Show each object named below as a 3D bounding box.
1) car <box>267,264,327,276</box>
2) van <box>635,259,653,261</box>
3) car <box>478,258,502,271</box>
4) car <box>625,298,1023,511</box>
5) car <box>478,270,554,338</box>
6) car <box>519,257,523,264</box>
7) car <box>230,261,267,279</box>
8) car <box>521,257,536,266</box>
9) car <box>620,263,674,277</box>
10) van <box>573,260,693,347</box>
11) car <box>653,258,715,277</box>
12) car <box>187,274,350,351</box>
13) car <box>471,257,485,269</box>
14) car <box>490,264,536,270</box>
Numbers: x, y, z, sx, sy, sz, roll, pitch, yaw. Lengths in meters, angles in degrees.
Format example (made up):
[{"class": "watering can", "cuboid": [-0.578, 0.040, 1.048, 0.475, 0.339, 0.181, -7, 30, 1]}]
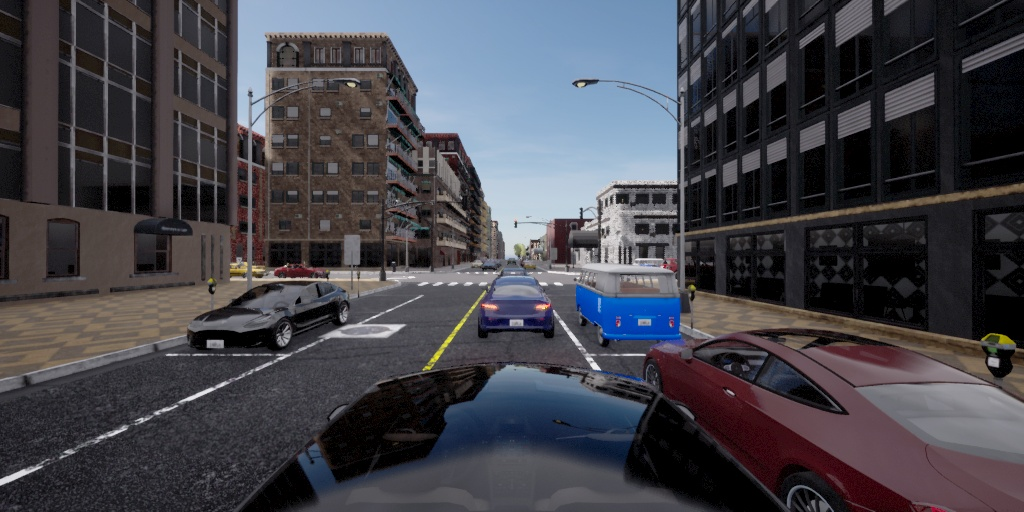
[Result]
[{"class": "car", "cuboid": [-17.474, 1.283, 29.833, 4.207, 1.307, 1.802, 0, 0, 0]}, {"class": "van", "cuboid": [14.887, 1.174, 38.299, 3.998, 1.789, 1.690, 0, 0, 0]}, {"class": "car", "cuboid": [-3.074, 1.327, 50.662, 2.033, 1.411, 5.357, 0, 0, 3]}, {"class": "car", "cuboid": [2.657, 1.332, 3.342, 1.802, 1.307, 4.207, 0, 0, 0]}, {"class": "car", "cuboid": [0.099, 1.277, 10.031, 1.812, 1.442, 4.674, 0, 0, 0]}, {"class": "car", "cuboid": [2.674, 1.380, 64.896, 1.802, 1.307, 4.207, 0, 0, 0]}, {"class": "car", "cuboid": [-22.967, 1.215, 29.818, 4.829, 1.417, 1.751, 0, 0, 0]}, {"class": "car", "cuboid": [2.677, 1.309, 53.987, 1.751, 1.417, 4.829, 0, 0, 0]}, {"class": "car", "cuboid": [13.394, 1.417, 35.729, 4.718, 1.301, 1.895, 0, 0, 1]}, {"class": "van", "cuboid": [2.655, 1.092, 9.031, 1.690, 1.789, 3.998, 0, 0, 0]}, {"class": "car", "cuboid": [14.912, 1.107, 29.919, 5.009, 1.841, 2.192, 0, 0, 0]}, {"class": "car", "cuboid": [-5.692, 1.317, 9.055, 1.948, 1.339, 4.313, 0, 0, 0]}, {"class": "car", "cuboid": [-5.706, 1.316, 59.183, 1.751, 1.417, 4.829, 0, 0, 0]}, {"class": "car", "cuboid": [0.088, 1.317, 18.482, 1.994, 1.385, 4.181, 0, 0, 0]}]
